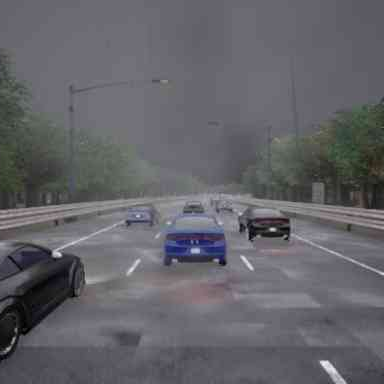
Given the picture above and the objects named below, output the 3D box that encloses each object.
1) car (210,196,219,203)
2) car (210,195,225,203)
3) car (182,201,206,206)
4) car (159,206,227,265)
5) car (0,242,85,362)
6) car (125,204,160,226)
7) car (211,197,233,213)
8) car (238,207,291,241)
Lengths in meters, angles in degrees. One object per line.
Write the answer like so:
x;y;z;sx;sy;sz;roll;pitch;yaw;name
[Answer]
5.131;1.798;76.463;1.882;1.535;5.008;0;-1;3;car
4.193;1.678;56.639;1.812;1.442;4.674;0;0;2;car
0.165;1.544;29.954;1.837;1.490;4.892;0;0;1;car
0.097;1.480;11.701;1.882;1.535;5.008;0;0;0;car
-3.401;1.563;5.868;1.994;1.385;4.181;0;0;0;car
-3.388;1.569;23.415;2.033;1.411;5.357;0;0;0;car
3.672;1.604;38.785;2.033;1.411;5.357;0;0;1;car
3.498;1.475;16.855;1.882;1.535;5.008;0;0;0;car
